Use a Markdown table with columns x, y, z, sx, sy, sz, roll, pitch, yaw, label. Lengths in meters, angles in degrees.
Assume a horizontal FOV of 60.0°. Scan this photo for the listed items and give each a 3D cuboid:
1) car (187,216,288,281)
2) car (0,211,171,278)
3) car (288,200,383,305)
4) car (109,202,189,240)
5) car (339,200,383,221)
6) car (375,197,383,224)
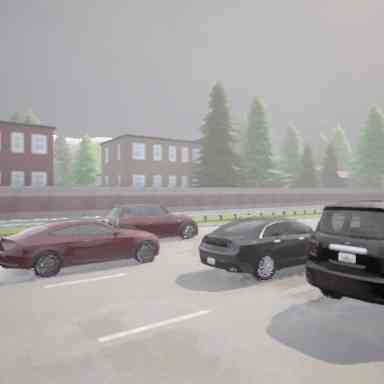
| x | y | z | sx | sy | sz | roll | pitch | yaw | label |
| --- | --- | --- | --- | --- | --- | --- | --- | --- | --- |
| 2.456 | 1.476 | 9.796 | 4.892 | 1.490 | 1.837 | 0 | 0 | -35 | car |
| -3.199 | 1.514 | 10.079 | 4.674 | 1.442 | 1.812 | 0 | 0 | -36 | car |
| 4.800 | 1.190 | 7.168 | 5.566 | 2.045 | 2.150 | 0 | 0 | -35 | car |
| -1.898 | 1.324 | 15.288 | 4.553 | 1.767 | 2.097 | 0 | 0 | -35 | car |
| 13.926 | 1.421 | 26.586 | 4.674 | 1.442 | 1.812 | 0 | 0 | -36 | car |
| 14.858 | 1.253 | 22.936 | 4.553 | 1.767 | 2.097 | 0 | 0 | -35 | car |
